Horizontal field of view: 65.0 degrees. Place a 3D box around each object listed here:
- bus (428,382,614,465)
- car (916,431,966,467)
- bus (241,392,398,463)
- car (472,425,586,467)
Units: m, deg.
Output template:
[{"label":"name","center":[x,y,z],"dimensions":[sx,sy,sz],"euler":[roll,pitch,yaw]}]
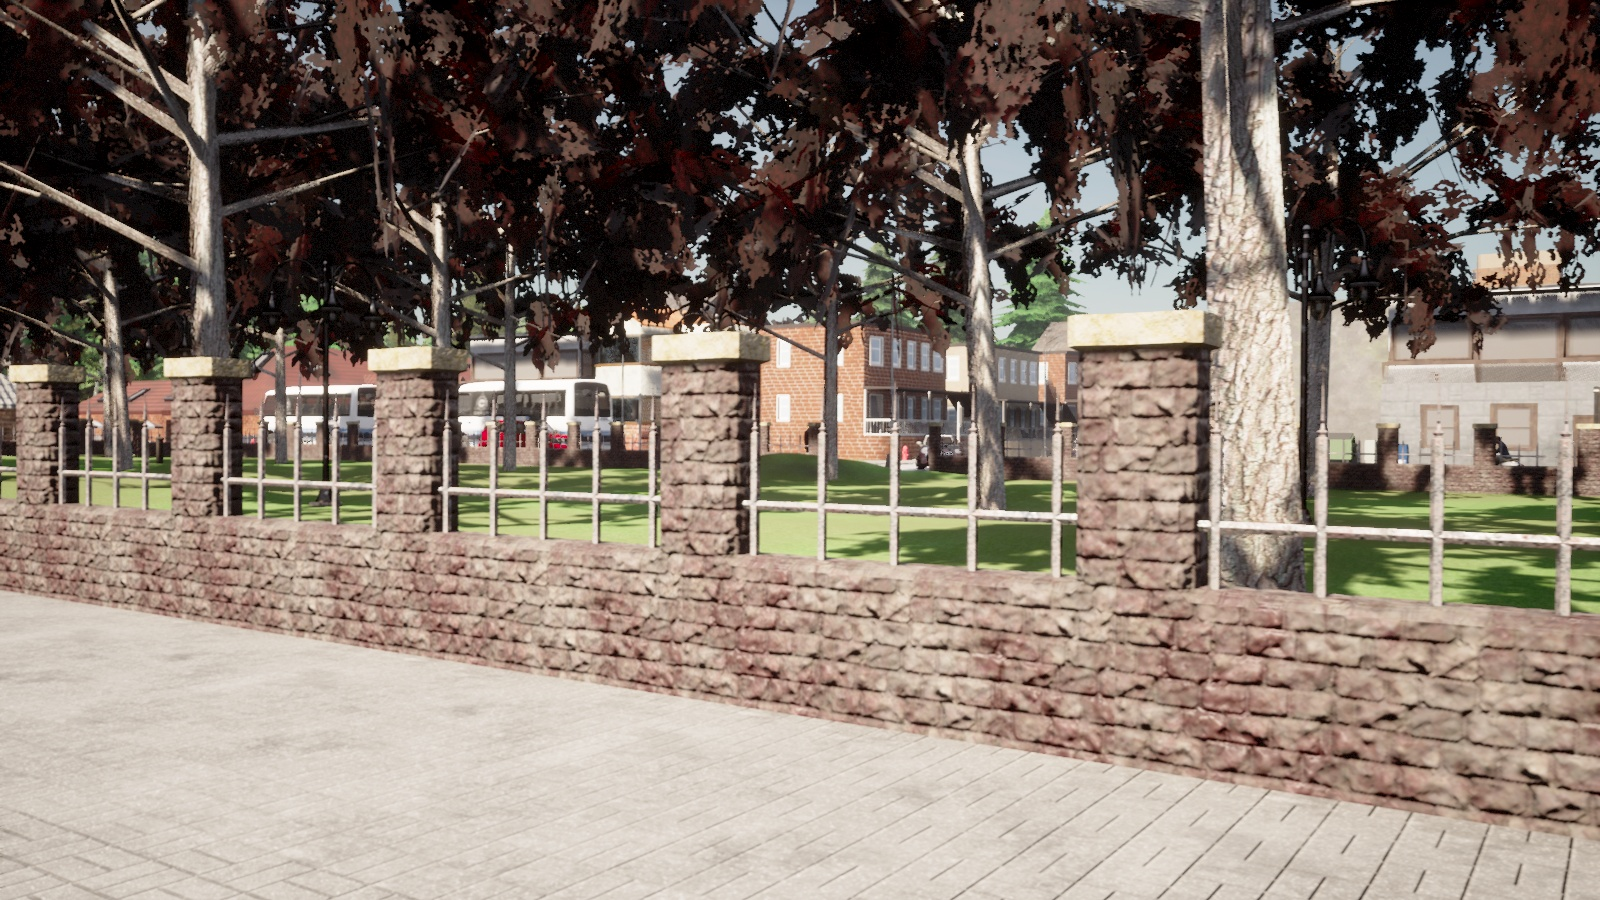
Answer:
[{"label":"bus","center":[-15.382,-1.365,68.866],"dimensions":[10.273,4.253,3.944],"euler":[0,1,34]},{"label":"car","center":[6.016,-0.056,54.000],"dimensions":[1.970,1.475,3.806],"euler":[-1,1,4]},{"label":"bus","center":[-30.521,-1.345,79.610],"dimensions":[10.273,4.253,3.944],"euler":[0,-1,33]},{"label":"car","center":[-13.551,-0.210,62.723],"dimensions":[5.566,2.045,2.150],"euler":[0,1,30]}]
